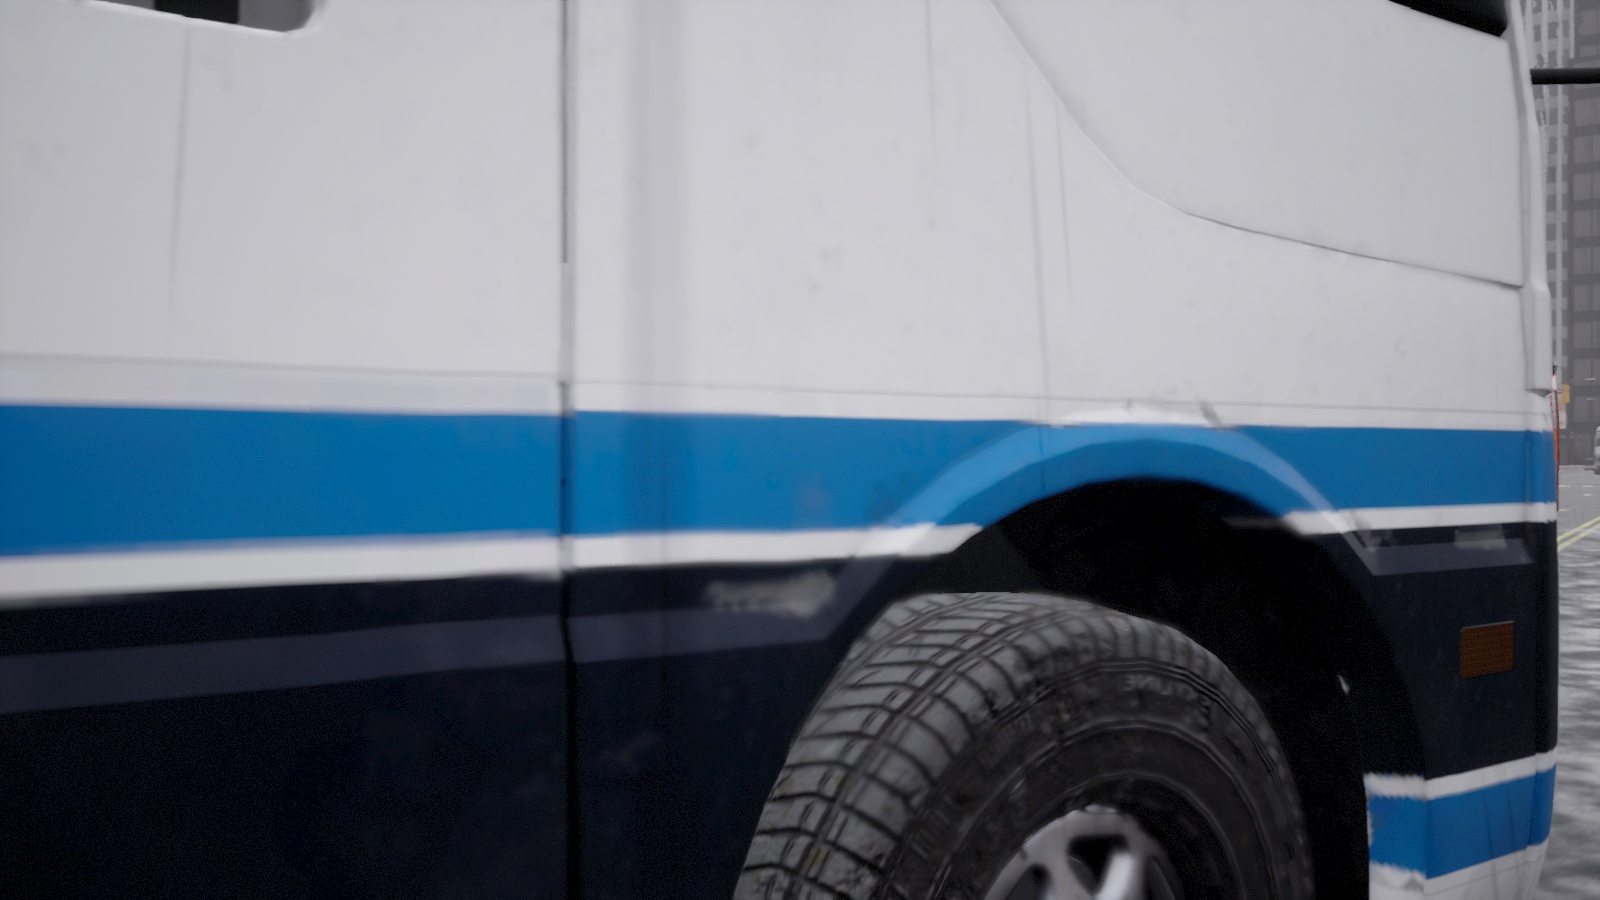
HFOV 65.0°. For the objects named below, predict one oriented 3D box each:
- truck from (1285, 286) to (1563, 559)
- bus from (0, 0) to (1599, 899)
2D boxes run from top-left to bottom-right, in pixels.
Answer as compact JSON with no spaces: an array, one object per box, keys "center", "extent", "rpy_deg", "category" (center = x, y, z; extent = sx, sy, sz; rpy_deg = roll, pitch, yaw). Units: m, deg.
[{"center":[11.164,-0.379,21.911],"extent":[2.891,3.827,8.468],"rpy_deg":[0,0,36],"category":"truck"},{"center":[-2.919,-0.619,1.558],"extent":[10.273,4.253,3.944],"rpy_deg":[0,0,-32],"category":"bus"}]
